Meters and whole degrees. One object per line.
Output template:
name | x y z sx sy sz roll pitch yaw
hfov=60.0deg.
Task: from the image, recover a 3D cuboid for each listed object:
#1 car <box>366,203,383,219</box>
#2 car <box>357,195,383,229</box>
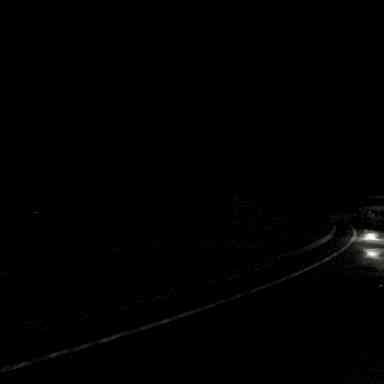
car | 17.931 1.714 30.952 1.994 1.385 4.181 0 -1 11
car | 12.158 1.241 21.608 2.150 2.045 5.566 0 -1 21
